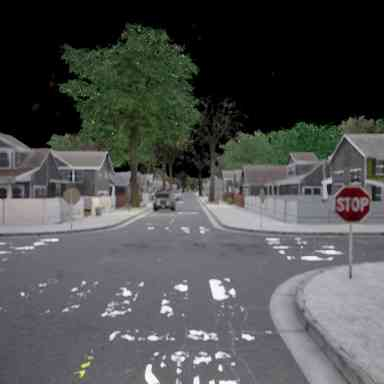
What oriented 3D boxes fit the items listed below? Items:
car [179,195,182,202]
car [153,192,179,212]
[{"bbox_3d":[-2.893,1.153,63.183,1.994,1.385,4.181,0,0,0],"label":"car"},{"bbox_3d":[-2.828,1.038,35.292,2.150,2.045,5.566,0,1,0],"label":"car"}]
